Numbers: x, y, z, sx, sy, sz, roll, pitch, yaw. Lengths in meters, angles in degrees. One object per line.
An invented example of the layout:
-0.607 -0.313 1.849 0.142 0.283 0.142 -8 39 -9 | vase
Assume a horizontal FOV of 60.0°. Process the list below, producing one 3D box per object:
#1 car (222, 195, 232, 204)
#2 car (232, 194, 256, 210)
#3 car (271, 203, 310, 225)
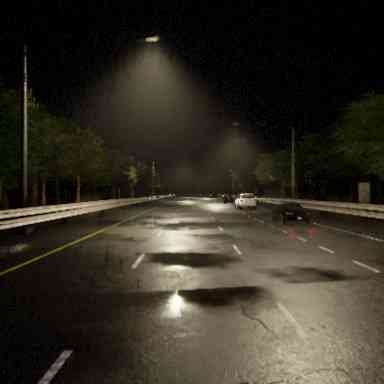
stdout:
7.028 1.392 65.282 2.097 1.767 4.553 0 0 0 | car
7.010 1.258 43.936 2.150 2.045 5.566 0 0 0 | car
7.004 1.541 23.924 1.812 1.442 4.674 0 0 0 | car
